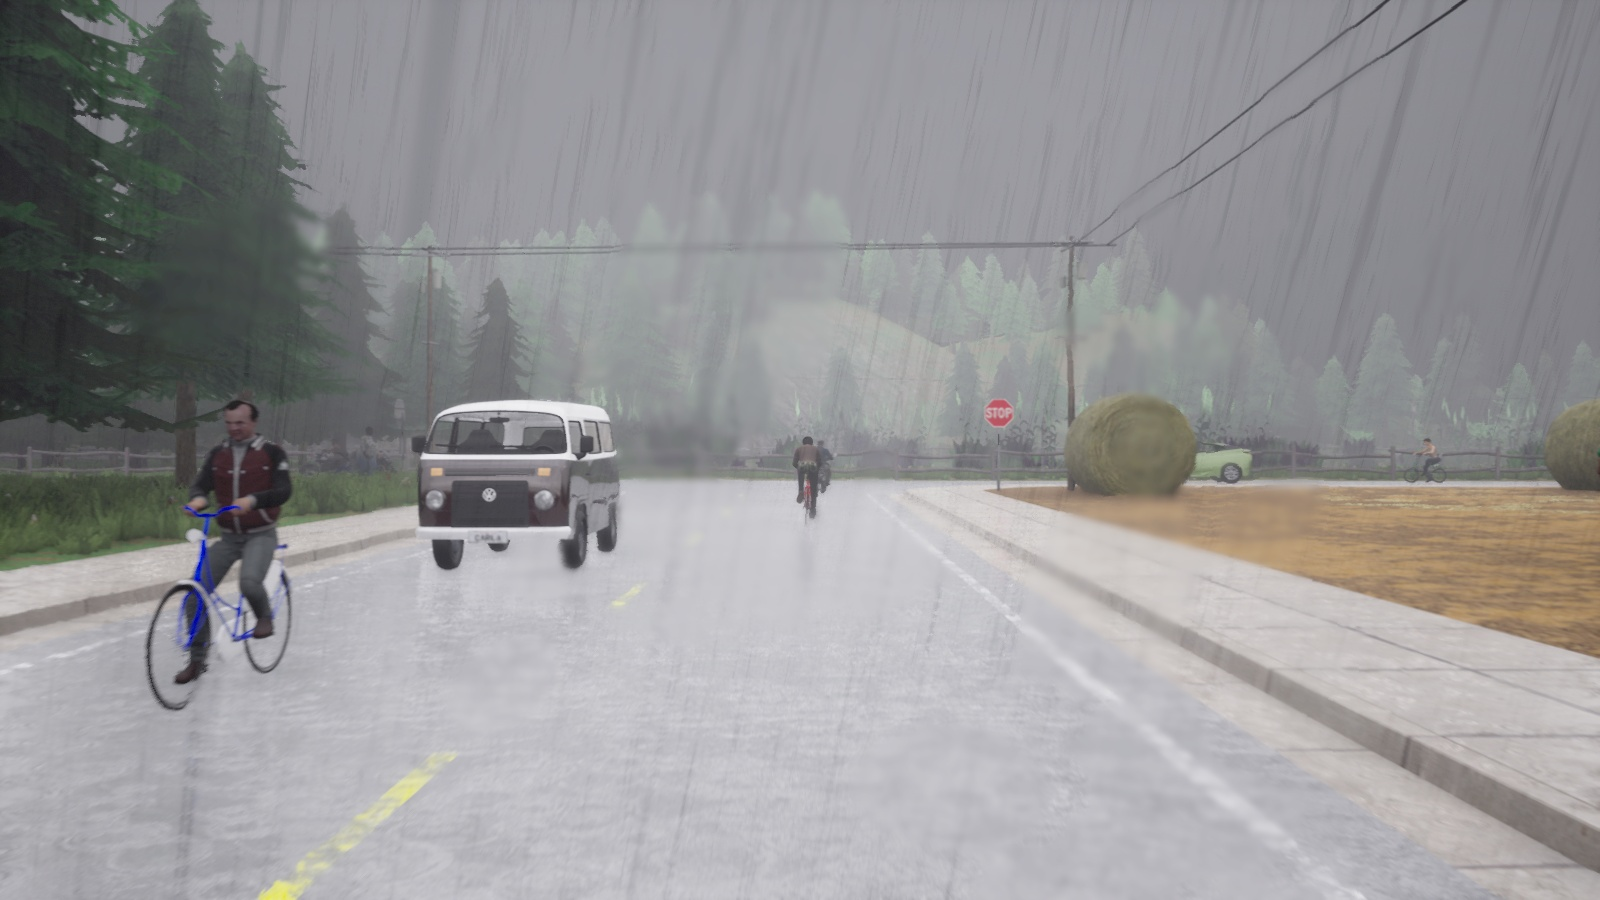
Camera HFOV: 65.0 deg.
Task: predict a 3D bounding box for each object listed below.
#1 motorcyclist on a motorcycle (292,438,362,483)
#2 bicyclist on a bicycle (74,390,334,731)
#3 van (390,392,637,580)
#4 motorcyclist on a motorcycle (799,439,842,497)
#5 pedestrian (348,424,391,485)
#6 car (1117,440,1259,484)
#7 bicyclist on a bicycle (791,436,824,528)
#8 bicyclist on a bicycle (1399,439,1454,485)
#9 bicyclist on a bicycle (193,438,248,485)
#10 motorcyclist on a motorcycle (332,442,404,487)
[{"bbox_3d":[-17.662,0.383,46.936,2.350,1.649,0.766,0,0,3],"label":"motorcyclist on a motorcycle"},{"bbox_3d":[-3.444,0.572,7.459,0.659,1.776,1.843,0,0,0],"label":"bicyclist on a bicycle"},{"bbox_3d":[-3.396,0.378,15.857,2.069,2.038,4.480,0,0,0],"label":"van"},{"bbox_3d":[0.598,0.497,36.136,0.866,1.590,1.817,2,1,12],"label":"motorcyclist on a motorcycle"},{"bbox_3d":[-13.328,0.142,38.910,0.900,1.855,0.874,0,0,22],"label":"pedestrian"},{"bbox_3d":[13.917,0.415,45.219,4.514,1.525,2.007,0,0,3],"label":"car"},{"bbox_3d":[0.145,0.570,22.996,0.582,1.620,1.656,0,0,0],"label":"bicyclist on a bicycle"},{"bbox_3d":[22.321,0.414,44.757,1.509,1.612,0.866,0,0,3],"label":"bicyclist on a bicycle"},{"bbox_3d":[-20.101,0.403,43.553,1.656,1.620,0.582,0,0,3],"label":"bicyclist on a bicycle"},{"bbox_3d":[-14.889,0.491,43.281,2.191,1.530,0.866,0,0,3],"label":"motorcyclist on a motorcycle"}]
